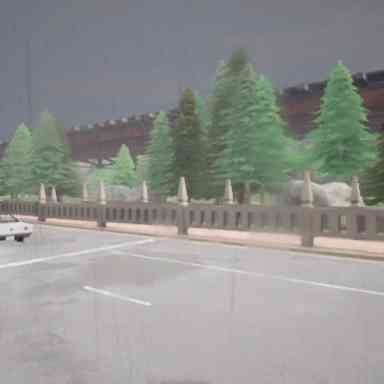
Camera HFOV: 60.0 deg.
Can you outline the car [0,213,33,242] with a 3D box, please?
[{"bbox_3d":[-9.220,1.579,14.866,4.718,1.301,1.895,0,0,36],"label":"car"}]
